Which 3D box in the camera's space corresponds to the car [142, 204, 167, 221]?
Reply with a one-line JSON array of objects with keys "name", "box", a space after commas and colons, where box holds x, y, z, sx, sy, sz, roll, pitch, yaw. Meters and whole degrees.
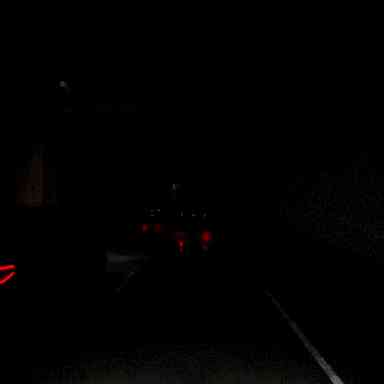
[{"name": "car", "box": [-3.420, 1.822, 30.938, 2.128, 1.511, 4.902, 0, -1, 0]}]

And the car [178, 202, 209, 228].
[{"name": "car", "box": [0.086, 1.615, 24.426, 2.097, 1.767, 4.553, 0, 0, 0]}]

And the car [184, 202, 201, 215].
[{"name": "car", "box": [0.072, 1.991, 41.546, 2.033, 1.411, 5.357, 0, -1, 0]}]

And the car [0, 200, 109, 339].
[{"name": "car", "box": [-3.404, 1.296, 6.833, 2.150, 2.045, 5.566, 0, -1, 0]}]

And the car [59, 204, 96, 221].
[{"name": "car", "box": [-10.619, 1.860, 31.235, 1.812, 1.442, 4.674, 0, -1, 0]}]
